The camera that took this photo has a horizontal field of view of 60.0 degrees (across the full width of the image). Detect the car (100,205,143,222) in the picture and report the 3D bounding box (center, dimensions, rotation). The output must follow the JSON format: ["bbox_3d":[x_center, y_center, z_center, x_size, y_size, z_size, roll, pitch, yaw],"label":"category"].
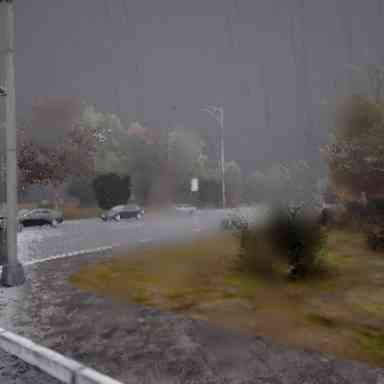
[{"bbox_3d":[-6.801,2.023,32.529,1.837,1.490,4.892,-2,-1,32],"label":"car"}]

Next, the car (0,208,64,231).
[{"bbox_3d":[-11.922,1.996,24.668,2.128,1.511,4.902,-2,-1,32],"label":"car"}]

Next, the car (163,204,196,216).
[{"bbox_3d":[-1.514,2.156,40.894,1.895,1.301,4.718,-2,-1,32],"label":"car"}]
